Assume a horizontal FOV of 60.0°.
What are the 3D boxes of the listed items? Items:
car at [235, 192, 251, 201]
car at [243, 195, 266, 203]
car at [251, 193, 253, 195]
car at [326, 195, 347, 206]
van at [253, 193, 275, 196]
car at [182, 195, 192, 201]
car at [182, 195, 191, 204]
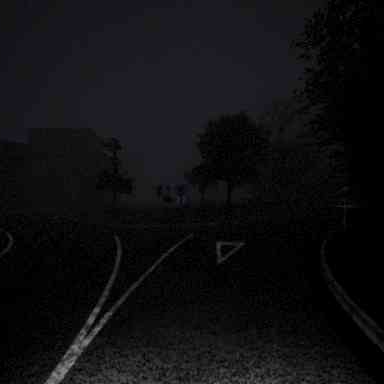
[{"bbox_3d":[12.784,1.532,83.575,1.837,1.490,4.892,0,1,1],"label":"car"},{"bbox_3d":[13.383,1.743,70.365,1.895,1.301,4.718,1,-1,-26],"label":"car"},{"bbox_3d":[17.888,1.565,82.843,4.792,1.488,2.163,0,1,1],"label":"car"},{"bbox_3d":[21.674,1.253,49.949,1.812,1.442,4.674,0,0,0],"label":"car"},{"bbox_3d":[17.700,1.362,80.068,4.442,1.987,1.878,0,1,1],"label":"van"},{"bbox_3d":[-1.093,1.415,77.956,2.033,1.411,5.357,0,0,1],"label":"car"},{"bbox_3d":[-1.110,1.478,61.765,1.994,1.385,4.181,0,0,-1],"label":"car"}]
